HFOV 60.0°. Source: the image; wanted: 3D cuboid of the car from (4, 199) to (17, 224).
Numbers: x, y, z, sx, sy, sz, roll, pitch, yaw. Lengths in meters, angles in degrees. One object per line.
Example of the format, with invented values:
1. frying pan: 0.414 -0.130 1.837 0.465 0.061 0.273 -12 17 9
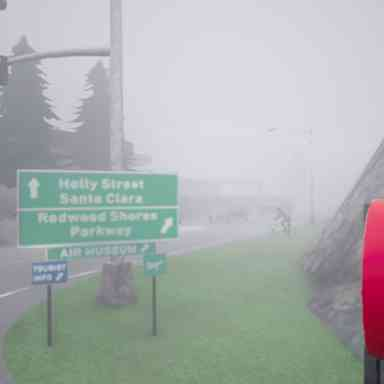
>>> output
1. car: -11.976 1.657 25.839 1.905 1.878 3.866 0 0 35

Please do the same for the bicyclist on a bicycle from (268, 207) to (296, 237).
1. bicyclist on a bicycle: 4.971 1.685 18.479 1.656 1.620 0.582 -1 0 36

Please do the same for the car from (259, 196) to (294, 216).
1. car: 9.302 1.498 36.419 2.150 2.045 5.566 0 0 36

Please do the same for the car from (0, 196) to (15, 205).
1. car: -38.079 1.932 69.840 4.514 1.523 2.007 0 0 35

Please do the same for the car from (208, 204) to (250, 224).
1. car: 3.190 1.768 28.070 2.128 1.511 4.902 0 0 36

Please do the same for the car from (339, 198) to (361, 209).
1. car: 23.150 1.801 49.171 2.033 1.411 5.357 0 0 36
